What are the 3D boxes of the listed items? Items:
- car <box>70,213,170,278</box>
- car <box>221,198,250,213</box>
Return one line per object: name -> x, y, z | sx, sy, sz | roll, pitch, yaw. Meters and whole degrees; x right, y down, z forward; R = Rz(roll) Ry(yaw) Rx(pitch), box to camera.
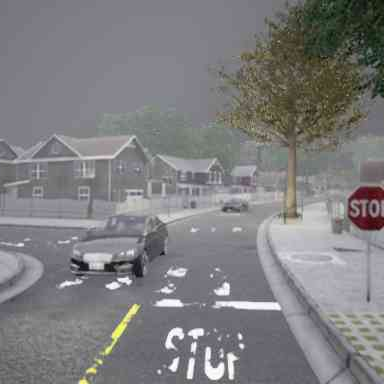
car -> -1.924, 1.436, 10.130 | 2.128, 1.511, 4.902 | 0, 0, 7
car -> 4.561, 1.340, 34.183 | 2.033, 1.411, 5.357 | 0, 0, 23
